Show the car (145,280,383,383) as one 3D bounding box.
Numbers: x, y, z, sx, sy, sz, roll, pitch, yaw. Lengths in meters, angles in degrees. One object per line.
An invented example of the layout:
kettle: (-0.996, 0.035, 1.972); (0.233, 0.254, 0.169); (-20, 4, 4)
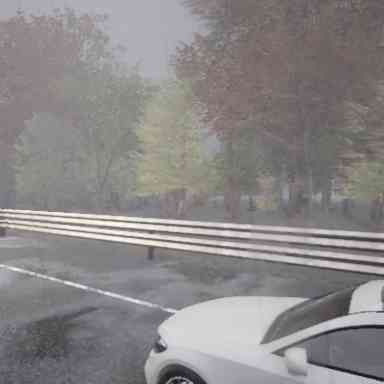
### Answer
car: (1.716, 1.525, 2.766); (4.674, 1.442, 1.812); (0, 0, 35)
